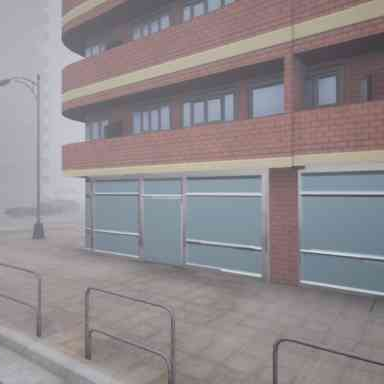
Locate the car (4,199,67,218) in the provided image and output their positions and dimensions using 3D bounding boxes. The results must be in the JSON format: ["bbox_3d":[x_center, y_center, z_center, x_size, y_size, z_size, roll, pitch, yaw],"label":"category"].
[{"bbox_3d":[-14.121,1.601,29.910,1.895,1.301,4.718,0,0,36],"label":"car"}]

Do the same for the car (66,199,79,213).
[{"bbox_3d":[-14.405,1.505,35.446,1.837,1.490,4.892,0,0,36],"label":"car"}]
